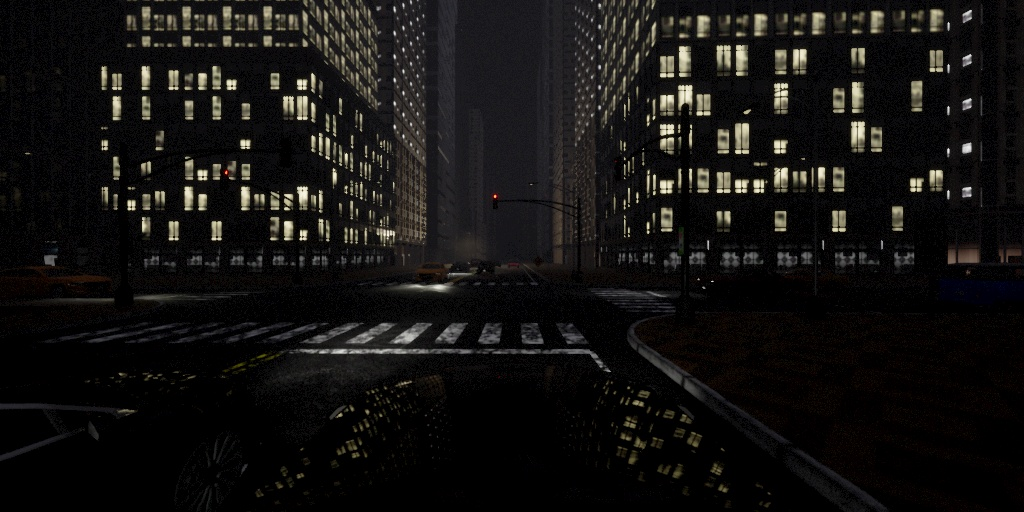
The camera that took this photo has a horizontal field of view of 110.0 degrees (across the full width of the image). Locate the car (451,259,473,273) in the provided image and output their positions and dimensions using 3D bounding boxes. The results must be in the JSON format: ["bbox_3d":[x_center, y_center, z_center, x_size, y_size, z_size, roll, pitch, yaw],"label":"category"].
[{"bbox_3d":[-6.411,1.368,44.244,1.994,1.385,4.181,0,0,0],"label":"car"}]

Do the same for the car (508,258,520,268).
[{"bbox_3d":[0.276,1.468,64.466,1.895,1.301,4.718,0,0,0],"label":"car"}]

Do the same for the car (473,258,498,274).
[{"bbox_3d":[-2.977,1.302,41.216,1.837,1.490,4.892,0,0,0],"label":"car"}]

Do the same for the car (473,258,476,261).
[{"bbox_3d":[-6.297,1.206,61.419,2.097,1.767,4.553,0,0,1],"label":"car"}]

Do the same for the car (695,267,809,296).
[{"bbox_3d":[12.401,1.370,18.957,4.718,1.301,1.895,0,0,2],"label":"car"}]

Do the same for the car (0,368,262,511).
[{"bbox_3d":[-3.154,1.241,1.219,2.128,1.511,4.902,0,0,0],"label":"car"}]

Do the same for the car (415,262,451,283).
[{"bbox_3d":[-6.214,1.250,28.036,1.882,1.535,5.008,0,0,-3],"label":"car"}]

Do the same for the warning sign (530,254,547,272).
[{"bbox_3d":[3.024,0.913,41.409,1.300,1.860,1.060,0,0,0],"label":"warning sign"}]

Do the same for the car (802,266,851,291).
[{"bbox_3d":[17.172,1.295,21.360,4.829,1.417,1.751,0,0,2],"label":"car"}]

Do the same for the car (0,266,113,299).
[{"bbox_3d":[-22.316,1.237,17.243,5.008,1.535,1.882,0,0,0],"label":"car"}]

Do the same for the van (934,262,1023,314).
[{"bbox_3d":[18.407,1.120,13.182,3.998,1.789,1.690,0,0,2],"label":"van"}]
